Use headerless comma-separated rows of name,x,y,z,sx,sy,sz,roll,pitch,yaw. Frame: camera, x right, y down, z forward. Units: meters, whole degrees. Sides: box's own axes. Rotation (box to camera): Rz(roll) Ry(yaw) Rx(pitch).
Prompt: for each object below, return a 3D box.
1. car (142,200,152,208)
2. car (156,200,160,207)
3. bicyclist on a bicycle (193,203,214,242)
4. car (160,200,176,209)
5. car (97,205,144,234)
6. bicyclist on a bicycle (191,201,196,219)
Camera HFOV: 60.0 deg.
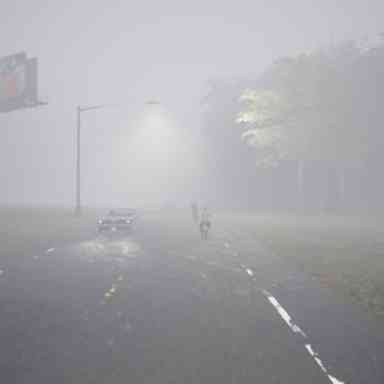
car,-8.174,2.226,60.382,2.033,1.411,5.357,0,-1,-8
car,-6.760,2.488,73.255,2.033,1.411,5.357,0,-1,-11
bicyclist on a bicycle,0.606,1.440,15.313,0.866,1.612,1.509,0,-1,-2
car,-3.795,2.062,55.203,1.837,1.490,4.892,0,-1,-8
car,-4.132,1.610,19.343,1.895,1.301,4.718,0,0,-3
bicyclist on a bicycle,0.191,1.478,23.815,0.582,1.620,1.656,0,-1,-3
